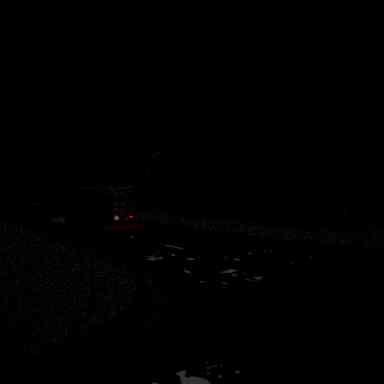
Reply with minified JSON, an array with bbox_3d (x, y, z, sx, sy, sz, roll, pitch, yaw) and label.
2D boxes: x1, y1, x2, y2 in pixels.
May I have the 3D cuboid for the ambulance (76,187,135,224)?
[{"bbox_3d":[-6.425,0.901,22.685,2.351,2.431,6.366,-2,2,-38],"label":"ambulance"}]
